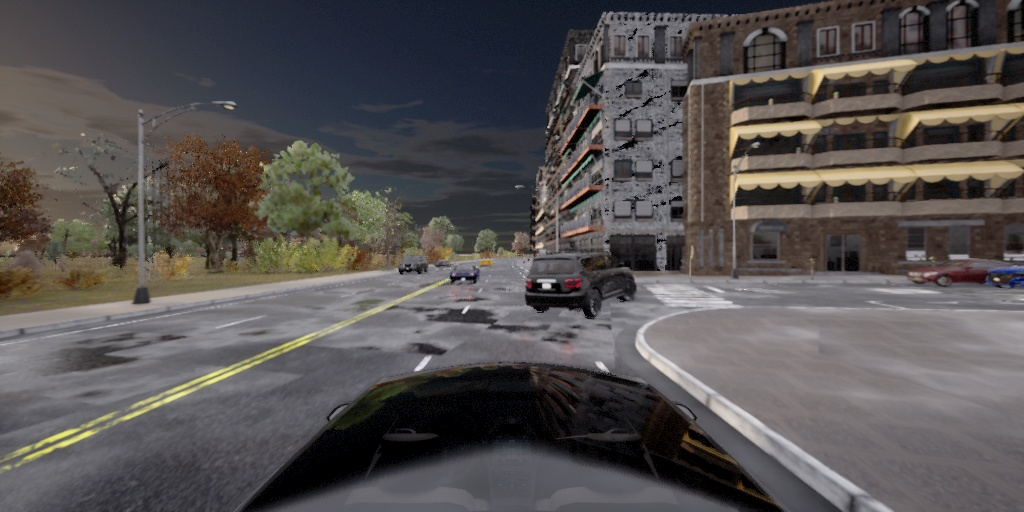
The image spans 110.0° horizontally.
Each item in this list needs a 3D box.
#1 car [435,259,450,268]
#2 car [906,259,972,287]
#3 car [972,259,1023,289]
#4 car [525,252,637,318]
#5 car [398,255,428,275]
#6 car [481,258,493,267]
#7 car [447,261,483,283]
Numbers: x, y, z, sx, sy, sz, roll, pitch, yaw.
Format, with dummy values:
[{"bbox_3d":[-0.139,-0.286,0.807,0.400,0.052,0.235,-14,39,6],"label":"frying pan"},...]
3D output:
[{"bbox_3d":[-11.031,1.228,57.424,1.994,1.385,4.181,0,0,-1],"label":"car"},{"bbox_3d":[22.492,0.811,17.755,4.207,1.307,1.802,0,0,15],"label":"car"},{"bbox_3d":[23.347,0.692,14.829,5.008,1.535,1.882,-1,0,15],"label":"car"},{"bbox_3d":[2.664,0.862,13.159,2.150,2.045,5.566,-2,2,37],"label":"car"},{"bbox_3d":[-10.504,0.913,38.539,2.150,2.045,5.566,0,0,-2],"label":"car"},{"bbox_3d":[-4.511,1.128,63.630,1.882,1.535,5.008,0,0,-1],"label":"car"},{"bbox_3d":[-3.468,1.307,27.193,1.895,1.301,4.718,0,0,-1],"label":"car"}]
